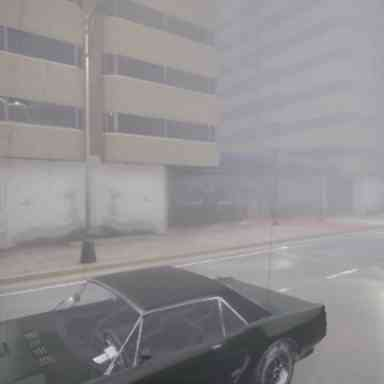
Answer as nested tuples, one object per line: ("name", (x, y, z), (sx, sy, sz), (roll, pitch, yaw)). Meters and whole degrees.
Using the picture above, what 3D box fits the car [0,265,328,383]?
("car", (-0.713, 1.605, 3.486), (4.718, 1.301, 1.895), (0, 0, -36))
